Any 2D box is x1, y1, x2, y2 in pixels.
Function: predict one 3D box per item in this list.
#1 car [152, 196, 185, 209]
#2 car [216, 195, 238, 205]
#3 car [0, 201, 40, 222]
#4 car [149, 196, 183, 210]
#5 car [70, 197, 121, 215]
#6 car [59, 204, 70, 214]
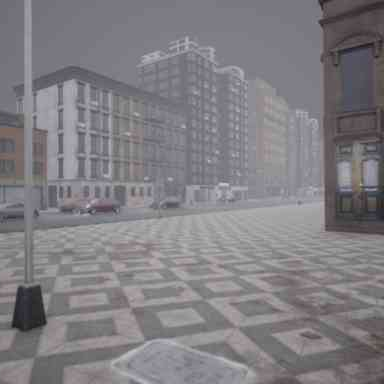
[{"bbox_3d":[-3.311,1.452,47.362,1.882,1.535,5.008,-1,0,36],"label":"car"},{"bbox_3d":[5.710,1.207,54.328,1.882,1.535,5.008,-1,0,35],"label":"car"},{"bbox_3d":[-14.328,1.559,26.246,1.994,1.385,4.181,-1,0,35],"label":"car"},{"bbox_3d":[-3.272,1.307,41.819,2.097,1.767,4.553,-1,0,35],"label":"car"},{"bbox_3d":[-9.341,1.330,33.280,2.097,1.767,4.553,-1,0,35],"label":"car"},{"bbox_3d":[-11.698,1.481,35.570,1.882,1.535,5.008,-1,0,35],"label":"car"}]
